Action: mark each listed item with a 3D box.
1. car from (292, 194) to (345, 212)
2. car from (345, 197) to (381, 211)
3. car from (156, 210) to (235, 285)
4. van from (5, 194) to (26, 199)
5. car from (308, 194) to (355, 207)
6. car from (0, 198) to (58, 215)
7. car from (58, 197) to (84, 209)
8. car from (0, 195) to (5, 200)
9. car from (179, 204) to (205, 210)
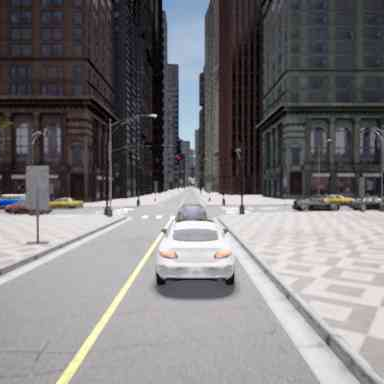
[{"bbox_3d":[11.630,1.193,31.375,4.313,1.339,1.947,-1,2,0],"label":"car"},{"bbox_3d":[17.008,1.116,31.372,4.403,1.369,2.008,-1,2,0],"label":"car"},{"bbox_3d":[0.084,1.455,9.156,1.812,1.442,4.674,0,0,0],"label":"car"},{"bbox_3d":[-21.028,1.174,39.904,3.998,1.788,1.690,-1,2,0],"label":"van"},{"bbox_3d":[16.665,0.946,39.896,4.829,1.417,1.752,-1,2,0],"label":"car"},{"bbox_3d":[-15.339,1.504,31.385,4.206,1.307,1.802,-1,2,0],"label":"car"},{"bbox_3d":[-15.517,1.302,39.907,4.829,1.417,1.752,-1,2,0],"label":"car"},{"bbox_3d":[-21.021,1.295,31.379,5.009,1.841,2.192,-1,2,0],"label":"car"},{"bbox_3d":[-0.004,1.396,19.136,2.033,1.411,5.357,0,0,0],"label":"car"}]
